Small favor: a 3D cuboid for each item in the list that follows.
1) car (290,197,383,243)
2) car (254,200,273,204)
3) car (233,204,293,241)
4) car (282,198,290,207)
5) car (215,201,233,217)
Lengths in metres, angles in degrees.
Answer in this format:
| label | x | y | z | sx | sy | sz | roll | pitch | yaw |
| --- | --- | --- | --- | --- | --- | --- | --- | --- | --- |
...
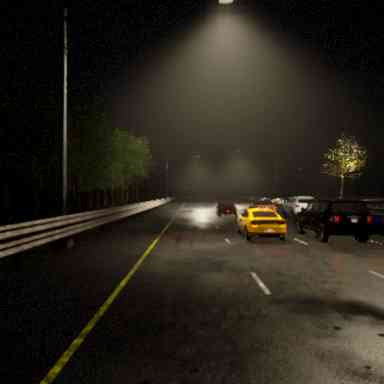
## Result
| label | x | y | z | sx | sy | sz | roll | pitch | yaw |
| --- | --- | --- | --- | --- | --- | --- | --- | --- | --- |
| car | 7.093 | 1.370 | 17.210 | 2.150 | 2.045 | 5.566 | 0 | 0 | 0 |
| car | 7.085 | 1.612 | 33.623 | 2.097 | 1.767 | 4.553 | 0 | 0 | 0 |
| car | 3.589 | 1.631 | 17.846 | 1.882 | 1.535 | 5.008 | 0 | 0 | 0 |
| car | 10.585 | 1.479 | 33.108 | 2.150 | 2.045 | 5.566 | 0 | 0 | 0 |
| car | 3.584 | 1.748 | 35.463 | 1.882 | 1.535 | 5.008 | 0 | 0 | 0 |
